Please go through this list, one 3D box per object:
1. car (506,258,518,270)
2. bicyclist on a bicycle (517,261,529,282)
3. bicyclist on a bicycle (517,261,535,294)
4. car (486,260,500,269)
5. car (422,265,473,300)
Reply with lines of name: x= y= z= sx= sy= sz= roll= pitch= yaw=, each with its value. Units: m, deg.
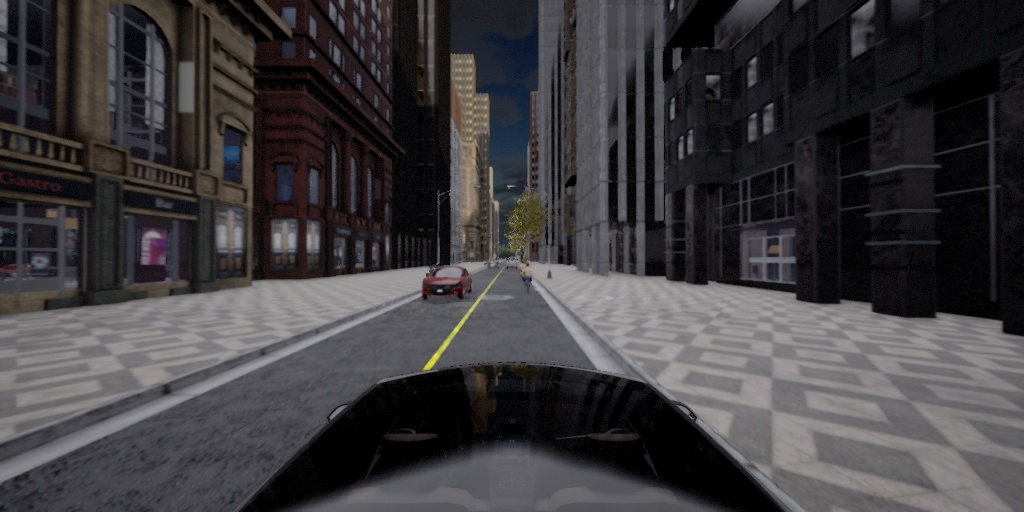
car: x=0.030 y=1.427 z=57.535 sx=2.033 sy=1.411 sz=5.357 roll=0 pitch=0 yaw=0
bicyclist on a bicycle: x=0.840 y=1.205 z=28.082 sx=0.866 sy=1.612 sz=1.509 roll=0 pitch=0 yaw=0
bicyclist on a bicycle: x=0.845 y=1.190 z=19.219 sx=0.866 sy=1.612 sz=1.509 roll=0 pitch=0 yaw=0
car: x=-3.057 y=1.375 z=58.289 sx=2.128 sy=1.511 sz=4.902 roll=0 pitch=0 yaw=1
car: x=-3.099 y=1.229 z=17.907 sx=1.882 sy=1.535 sz=5.008 roll=0 pitch=0 yaw=0
